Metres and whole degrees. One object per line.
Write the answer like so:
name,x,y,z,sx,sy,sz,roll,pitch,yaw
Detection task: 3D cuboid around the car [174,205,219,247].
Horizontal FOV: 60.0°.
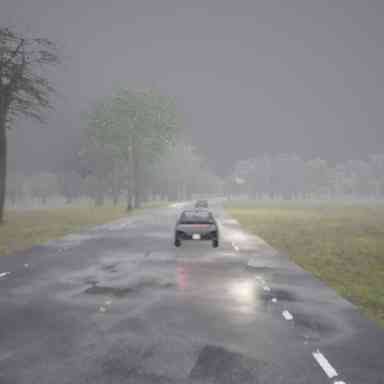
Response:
car,0.222,1.564,15.571,2.128,1.511,4.902,0,0,1

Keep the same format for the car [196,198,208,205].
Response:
car,1.638,1.751,53.686,2.128,1.511,4.902,0,0,3
